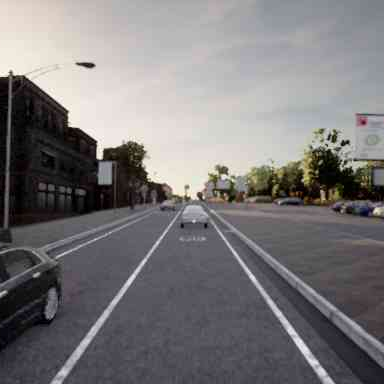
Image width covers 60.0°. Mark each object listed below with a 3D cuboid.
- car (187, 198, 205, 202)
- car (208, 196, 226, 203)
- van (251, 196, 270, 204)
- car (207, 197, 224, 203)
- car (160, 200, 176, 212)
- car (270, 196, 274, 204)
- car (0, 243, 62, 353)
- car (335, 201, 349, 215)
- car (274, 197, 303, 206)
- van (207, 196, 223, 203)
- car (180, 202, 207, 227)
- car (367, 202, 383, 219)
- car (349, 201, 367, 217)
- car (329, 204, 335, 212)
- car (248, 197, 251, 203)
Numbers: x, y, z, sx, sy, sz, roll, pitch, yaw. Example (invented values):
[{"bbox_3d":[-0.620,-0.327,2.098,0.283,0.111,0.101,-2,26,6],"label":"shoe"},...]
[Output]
[{"bbox_3d":[0.159,1.689,41.536,2.097,1.767,4.553,0,0,0],"label":"car"},{"bbox_3d":[6.216,2.297,88.312,5.366,1.575,1.946,0,-1,0],"label":"car"},{"bbox_3d":[18.556,2.064,87.751,4.442,1.987,1.878,0,-1,0],"label":"van"},{"bbox_3d":[6.413,2.248,91.233,4.553,1.767,2.185,0,-1,0],"label":"car"},{"bbox_3d":[-3.273,1.893,45.442,1.812,1.442,4.674,0,0,0],"label":"car"},{"bbox_3d":[18.781,2.025,66.954,4.674,1.452,2.002,0,0,0],"label":"car"},{"bbox_3d":[-3.343,1.540,4.396,1.837,1.490,4.892,0,0,0],"label":"car"},{"bbox_3d":[18.751,1.746,36.173,4.892,1.521,2.231,0,0,0],"label":"car"},{"bbox_3d":[18.847,1.833,63.785,4.553,1.767,2.185,0,0,0],"label":"car"},{"bbox_3d":[6.478,2.236,94.273,4.442,1.987,1.878,0,-2,0],"label":"van"},{"bbox_3d":[0.133,1.724,24.515,1.812,1.442,4.674,0,0,0],"label":"car"},{"bbox_3d":[18.741,1.735,29.751,4.674,1.452,2.002,0,0,0],"label":"car"},{"bbox_3d":[18.755,1.719,32.900,5.008,1.535,2.097,0,0,0],"label":"car"},{"bbox_3d":[18.761,1.810,39.449,4.674,1.452,2.002,0,0,0],"label":"car"},{"bbox_3d":[18.840,2.357,90.541,5.366,1.575,1.946,0,-1,0],"label":"car"}]
